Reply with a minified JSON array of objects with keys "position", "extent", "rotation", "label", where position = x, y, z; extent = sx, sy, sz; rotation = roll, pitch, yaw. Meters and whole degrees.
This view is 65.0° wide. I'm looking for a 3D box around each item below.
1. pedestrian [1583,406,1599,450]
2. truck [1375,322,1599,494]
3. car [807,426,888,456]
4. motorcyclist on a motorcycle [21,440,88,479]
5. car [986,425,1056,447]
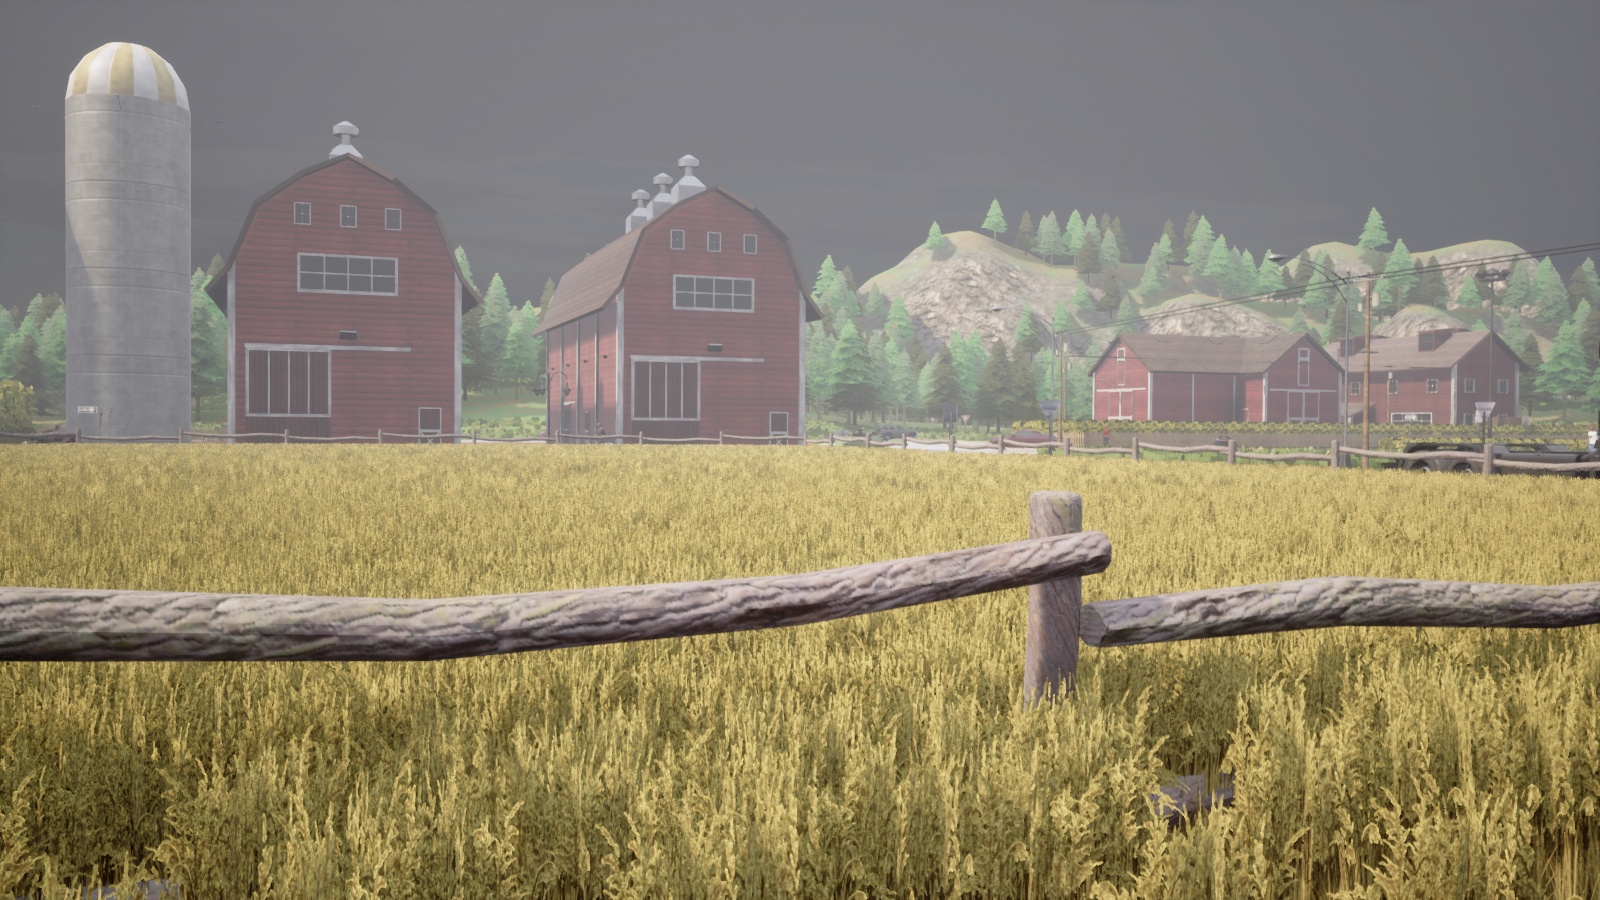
[{"position":[33.215,-0.933,52.602],"extent":[0.706,1.836,0.354],"rotation":[-1,1,-27],"label":"pedestrian"},{"position":[16.877,-0.894,27.619],"extent":[2.891,3.462,7.936],"rotation":[-1,1,-21],"label":"truck"},{"position":[2.631,-0.511,68.915],"extent":[2.007,1.525,4.514],"rotation":[0,2,42],"label":"car"},{"position":[-30.660,0.385,51.680],"extent":[0.866,1.530,2.191],"rotation":[2,3,35],"label":"motorcyclist on a motorcycle"},{"position":[15.129,-0.973,86.032],"extent":[4.674,1.442,1.812],"rotation":[0,1,9],"label":"car"}]
